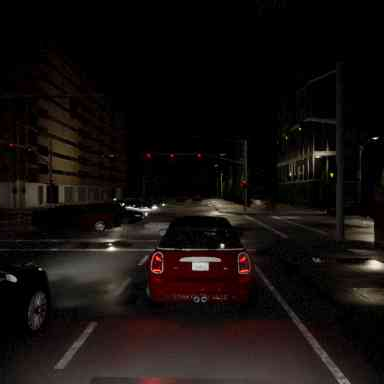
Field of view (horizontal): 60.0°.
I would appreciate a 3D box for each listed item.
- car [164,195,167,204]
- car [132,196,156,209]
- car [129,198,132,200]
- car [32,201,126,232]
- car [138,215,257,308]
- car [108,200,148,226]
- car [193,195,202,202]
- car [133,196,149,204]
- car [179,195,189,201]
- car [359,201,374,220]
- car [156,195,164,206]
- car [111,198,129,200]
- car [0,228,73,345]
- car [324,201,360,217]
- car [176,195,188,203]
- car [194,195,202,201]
[{"bbox_3d":[-6.077,1.352,64.809,2.097,1.767,4.553,0,0,2],"label":"car"},{"bbox_3d":[-6.636,1.564,46.114,1.994,1.385,4.181,0,0,1],"label":"car"},{"bbox_3d":[-9.978,1.601,52.920,1.895,1.301,4.718,0,0,2],"label":"car"},{"bbox_3d":[-6.794,1.501,19.734,5.008,1.535,1.882,0,0,1],"label":"car"},{"bbox_3d":[0.218,1.352,8.085,2.097,1.767,4.553,0,0,2],"label":"car"},{"bbox_3d":[-5.866,1.530,23.217,4.892,1.490,1.837,0,0,1],"label":"car"},{"bbox_3d":[1.237,1.478,73.805,1.882,1.535,5.008,0,0,2],"label":"car"},{"bbox_3d":[-9.642,1.491,63.012,2.128,1.511,4.902,0,0,2],"label":"car"},{"bbox_3d":[-1.962,1.525,84.051,2.128,1.511,4.902,0,0,2],"label":"car"},{"bbox_3d":[16.690,1.603,26.451,5.357,1.411,2.033,0,0,1],"label":"car"},{"bbox_3d":[-6.412,1.491,55.005,2.128,1.511,4.902,0,0,2],"label":"car"},{"bbox_3d":[-10.166,1.564,44.118,1.994,1.385,4.181,0,0,1],"label":"car"},{"bbox_3d":[-3.397,1.492,3.856,2.128,1.511,4.902,0,0,1],"label":"car"},{"bbox_3d":[14.502,1.547,29.998,4.902,1.511,2.128,0,0,1],"label":"car"},{"bbox_3d":[-2.277,1.546,69.498,2.033,1.411,5.357,0,0,1],"label":"car"},{"bbox_3d":[1.536,1.478,83.960,1.882,1.535,5.008,0,0,2],"label":"car"}]
